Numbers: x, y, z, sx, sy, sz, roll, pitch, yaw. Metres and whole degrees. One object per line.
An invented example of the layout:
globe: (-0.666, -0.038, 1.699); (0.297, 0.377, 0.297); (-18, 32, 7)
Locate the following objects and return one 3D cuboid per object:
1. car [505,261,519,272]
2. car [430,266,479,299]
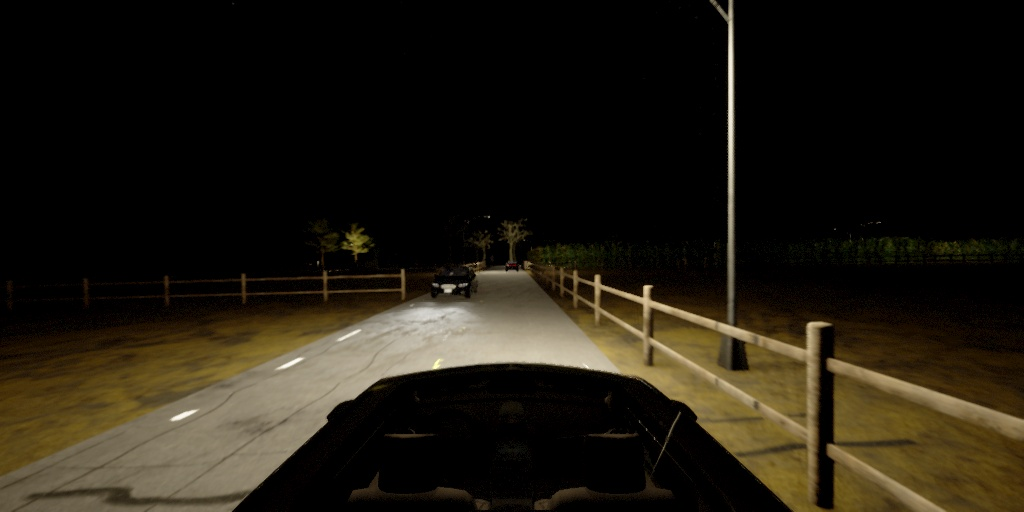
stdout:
car: (0.014, 1.461, 50.303); (2.128, 1.511, 4.902); (0, -1, 0)
car: (-2.794, 1.282, 18.251); (2.128, 1.511, 4.902); (0, 0, 1)
